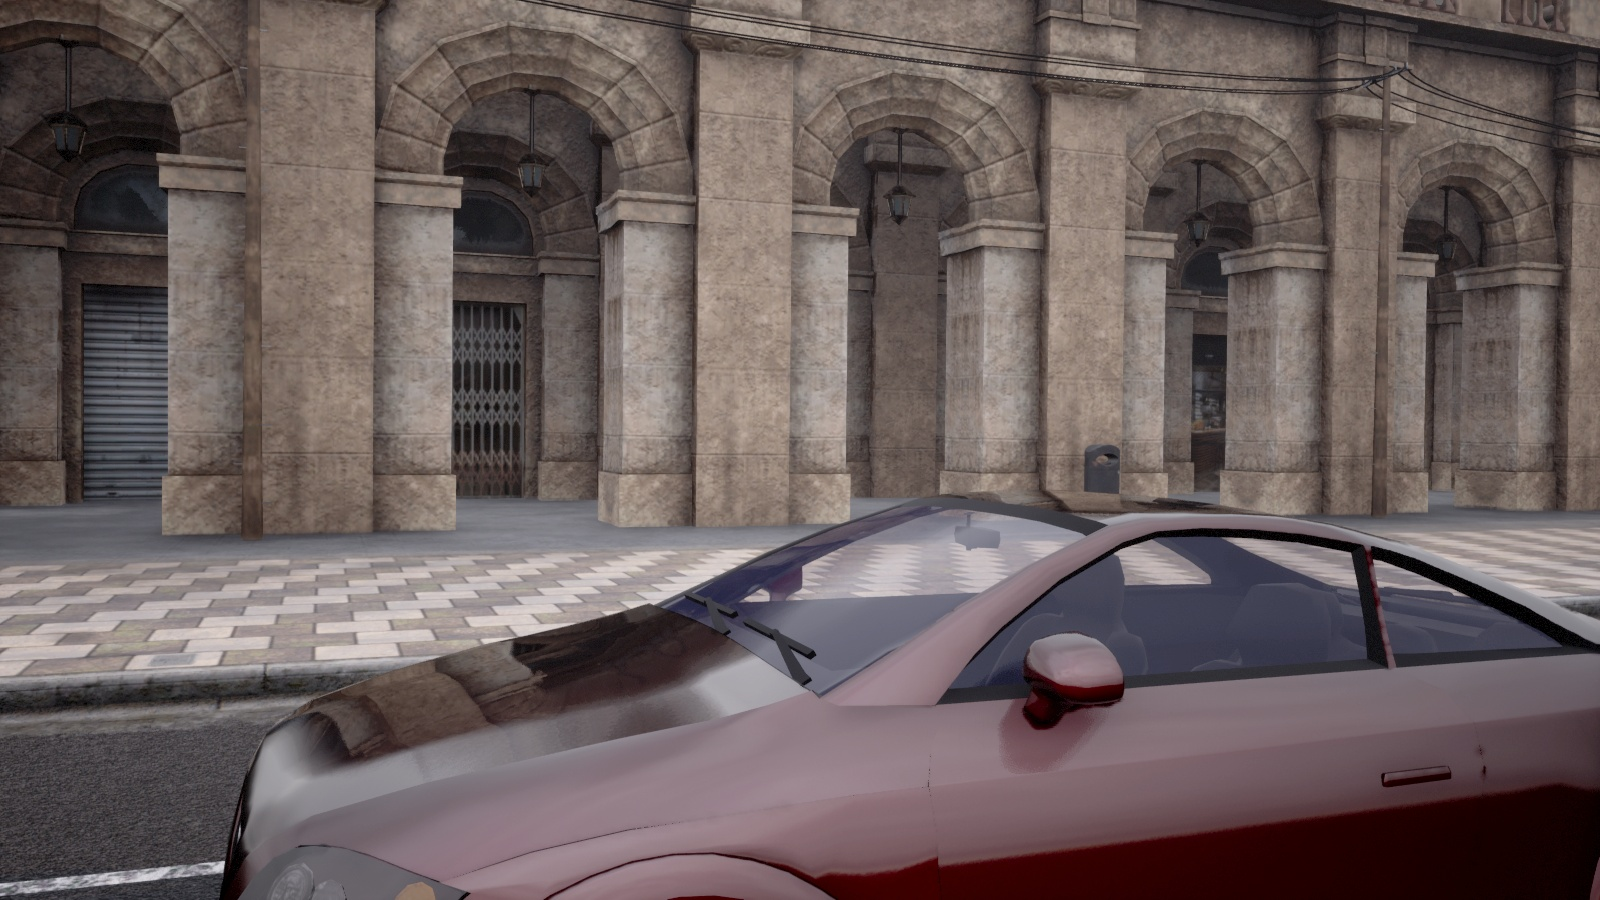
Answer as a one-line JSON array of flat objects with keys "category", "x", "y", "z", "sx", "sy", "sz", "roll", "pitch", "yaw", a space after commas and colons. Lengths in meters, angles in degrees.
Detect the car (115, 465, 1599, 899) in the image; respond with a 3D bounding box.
[{"category": "car", "x": 0.623, "y": 0.799, "z": 3.482, "sx": 4.181, "sy": 1.385, "sz": 1.994, "roll": -1, "pitch": 1, "yaw": -21}]
